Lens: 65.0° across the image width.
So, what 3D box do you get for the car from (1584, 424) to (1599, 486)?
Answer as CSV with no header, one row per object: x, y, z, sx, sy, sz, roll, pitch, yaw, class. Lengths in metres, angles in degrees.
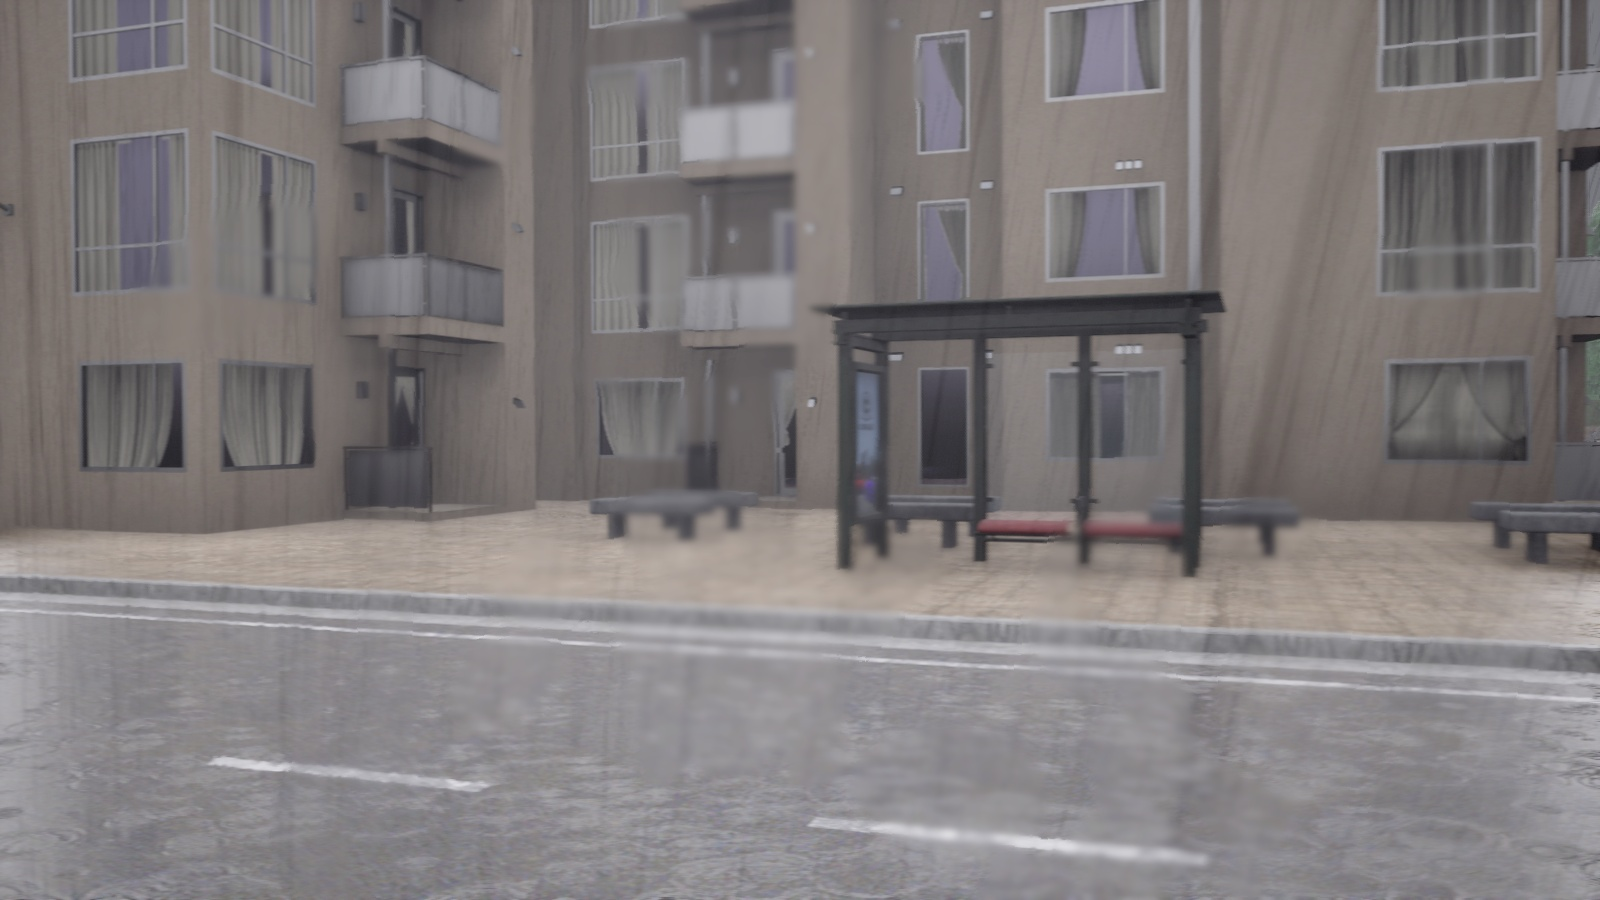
23.987,0.174,34.108,2.097,1.767,4.553,0,1,-9,car
